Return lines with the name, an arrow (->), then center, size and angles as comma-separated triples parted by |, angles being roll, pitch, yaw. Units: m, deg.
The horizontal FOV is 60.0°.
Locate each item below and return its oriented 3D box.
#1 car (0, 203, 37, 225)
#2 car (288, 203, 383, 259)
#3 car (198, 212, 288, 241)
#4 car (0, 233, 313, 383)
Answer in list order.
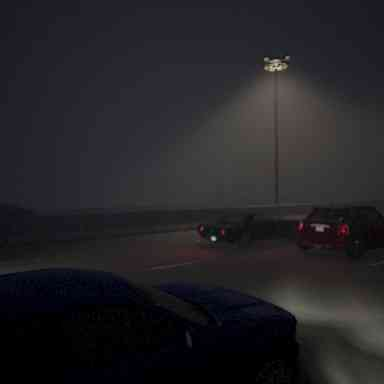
car -> -12.474, 1.460, 20.830 | 5.008, 1.535, 1.882 | 0, 0, -35
car -> 5.985, 1.239, 12.312 | 4.553, 1.767, 2.097 | -1, 0, -35
car -> 2.649, 1.503, 14.231 | 4.718, 1.301, 1.895 | -1, 0, -35
car -> -1.087, 1.471, 2.970 | 5.008, 1.535, 1.882 | -1, 0, -36
